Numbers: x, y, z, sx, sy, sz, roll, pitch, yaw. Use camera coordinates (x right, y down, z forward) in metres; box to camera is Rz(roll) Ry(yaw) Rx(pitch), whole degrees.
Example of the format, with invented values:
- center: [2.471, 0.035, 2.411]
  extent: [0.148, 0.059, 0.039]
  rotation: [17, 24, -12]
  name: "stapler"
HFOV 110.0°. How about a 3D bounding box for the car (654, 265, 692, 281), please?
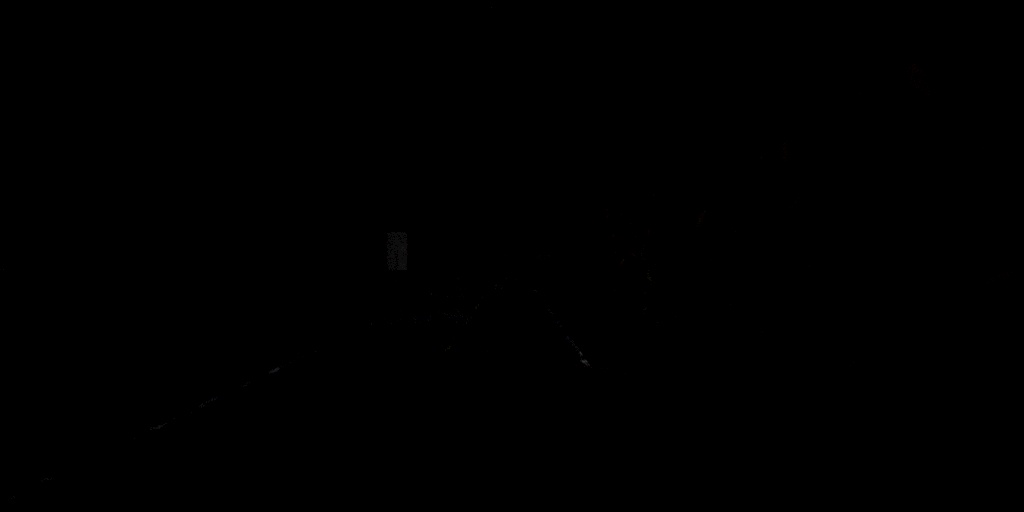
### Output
- center: [14.056, 1.499, 30.716]
  extent: [5.357, 1.411, 2.033]
  rotation: [1, 0, 1]
  name: "car"
